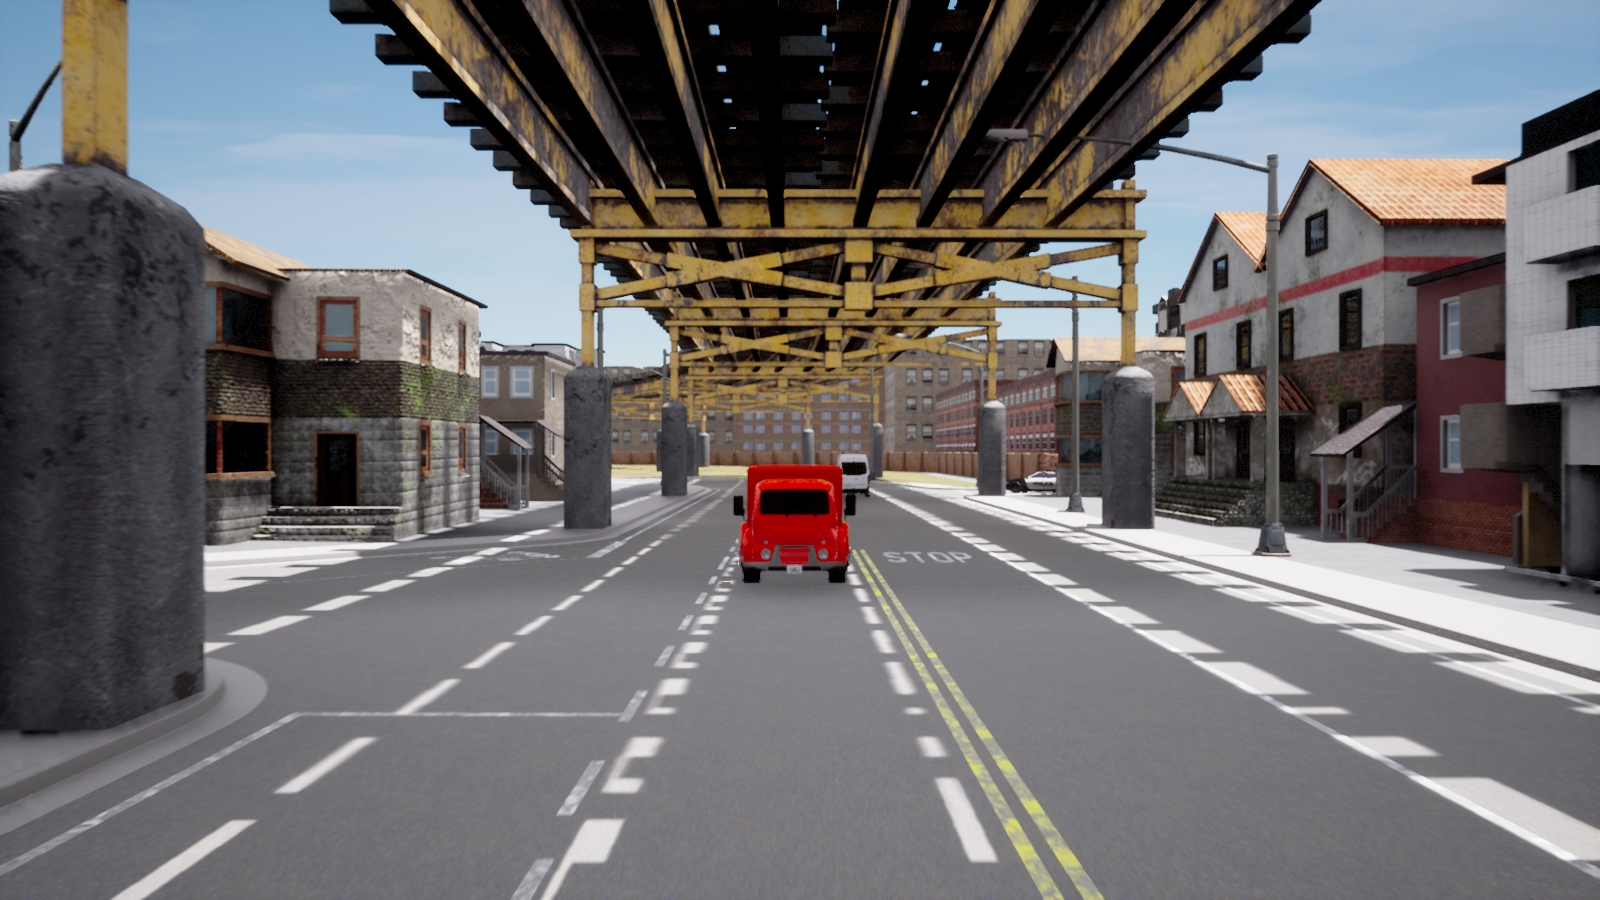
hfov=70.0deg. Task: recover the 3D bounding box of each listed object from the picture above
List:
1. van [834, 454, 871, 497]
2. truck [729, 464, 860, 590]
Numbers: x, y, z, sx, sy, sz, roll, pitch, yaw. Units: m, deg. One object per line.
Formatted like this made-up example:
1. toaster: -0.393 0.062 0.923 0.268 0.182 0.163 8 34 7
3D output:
1. van: 3.203 1.535 71.050 1.988 2.561 5.915 0 0 0
2. truck: -0.121 1.568 25.485 2.627 2.467 5.204 0 0 0
